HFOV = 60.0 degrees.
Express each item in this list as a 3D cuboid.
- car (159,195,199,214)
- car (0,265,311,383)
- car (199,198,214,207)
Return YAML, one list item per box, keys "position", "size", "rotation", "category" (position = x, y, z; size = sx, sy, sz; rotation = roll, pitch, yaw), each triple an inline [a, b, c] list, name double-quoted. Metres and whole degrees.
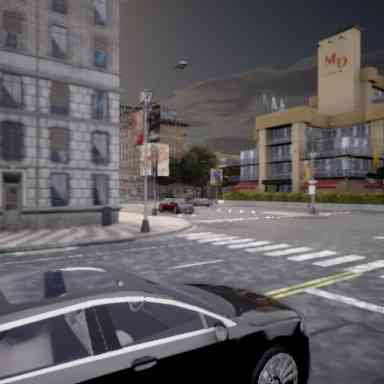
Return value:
- position: [-1.663, 1.396, 35.979]
  size: [2.097, 1.767, 4.553]
  rotation: [0, 0, -36]
  category: "car"
- position: [-0.886, 1.494, 3.130]
  size: [4.902, 1.511, 2.128]
  rotation: [0, 0, -35]
  category: "car"
- position: [1.163, 1.617, 51.981]
  size: [2.033, 1.411, 5.357]
  rotation: [0, 0, -36]
  category: "car"
